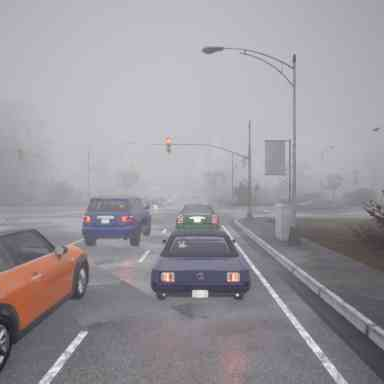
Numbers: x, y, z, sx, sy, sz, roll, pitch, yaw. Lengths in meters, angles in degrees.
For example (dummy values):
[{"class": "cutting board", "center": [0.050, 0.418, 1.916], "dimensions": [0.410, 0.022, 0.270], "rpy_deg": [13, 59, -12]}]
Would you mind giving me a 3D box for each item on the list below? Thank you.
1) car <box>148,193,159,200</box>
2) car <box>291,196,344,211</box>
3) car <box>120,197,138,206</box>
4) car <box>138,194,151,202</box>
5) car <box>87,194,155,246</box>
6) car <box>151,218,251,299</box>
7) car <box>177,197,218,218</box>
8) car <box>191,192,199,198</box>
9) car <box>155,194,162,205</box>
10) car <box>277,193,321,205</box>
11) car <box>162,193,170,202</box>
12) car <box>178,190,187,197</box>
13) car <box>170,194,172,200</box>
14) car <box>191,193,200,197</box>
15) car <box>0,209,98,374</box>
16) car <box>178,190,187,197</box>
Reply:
[{"class": "car", "center": [-9.467, 1.084, 82.313], "dimensions": [2.033, 1.411, 5.357], "rpy_deg": [0, 1, 1]}, {"class": "car", "center": [14.314, 1.435, 37.748], "dimensions": [5.357, 1.411, 2.033], "rpy_deg": [0, 0, -3]}, {"class": "car", "center": [-9.940, 1.432, 52.961], "dimensions": [1.895, 1.301, 4.718], "rpy_deg": [0, 0, 1]}, {"class": "car", "center": [-9.665, 1.233, 67.582], "dimensions": [1.882, 1.535, 5.008], "rpy_deg": [0, 0, 1]}, {"class": "car", "center": [-3.250, 1.192, 15.285], "dimensions": [2.150, 2.045, 5.566], "rpy_deg": [0, 0, 1]}, {"class": "car", "center": [0.175, 1.591, 8.367], "dimensions": [1.895, 1.301, 4.718], "rpy_deg": [0, 0, 0]}, {"class": "car", "center": [0.278, 1.315, 17.357], "dimensions": [2.097, 1.767, 4.553], "rpy_deg": [0, 0, 1]}, {"class": "car", "center": [0.802, 0.822, 94.594], "dimensions": [1.994, 1.385, 4.181], "rpy_deg": [0, 1, -4]}, {"class": "car", "center": [-6.424, 1.352, 54.142], "dimensions": [1.812, 1.442, 4.674], "rpy_deg": [0, 0, 1]}, {"class": "car", "center": [13.413, 1.097, 41.210], "dimensions": [5.566, 2.045, 2.150], "rpy_deg": [0, 0, -2]}, {"class": "car", "center": [-6.148, 1.226, 68.349], "dimensions": [1.882, 1.535, 5.008], "rpy_deg": [0, 1, 1]}, {"class": "car", "center": [-2.697, 0.407, 94.420], "dimensions": [2.150, 2.045, 5.566], "rpy_deg": [0, 1, -7]}, {"class": "car", "center": [-5.978, 1.089, 81.227], "dimensions": [2.128, 1.511, 4.902], "rpy_deg": [0, 1, 1]}, {"class": "car", "center": [1.054, 1.035, 84.170], "dimensions": [2.128, 1.511, 4.902], "rpy_deg": [0, 1, 0]}, {"class": "car", "center": [-3.342, 1.347, 5.586], "dimensions": [2.097, 1.767, 4.553], "rpy_deg": [0, 0, 0]}, {"class": "car", "center": [-2.447, 1.026, 84.282], "dimensions": [2.128, 1.511, 4.902], "rpy_deg": [0, 1, 0]}]
